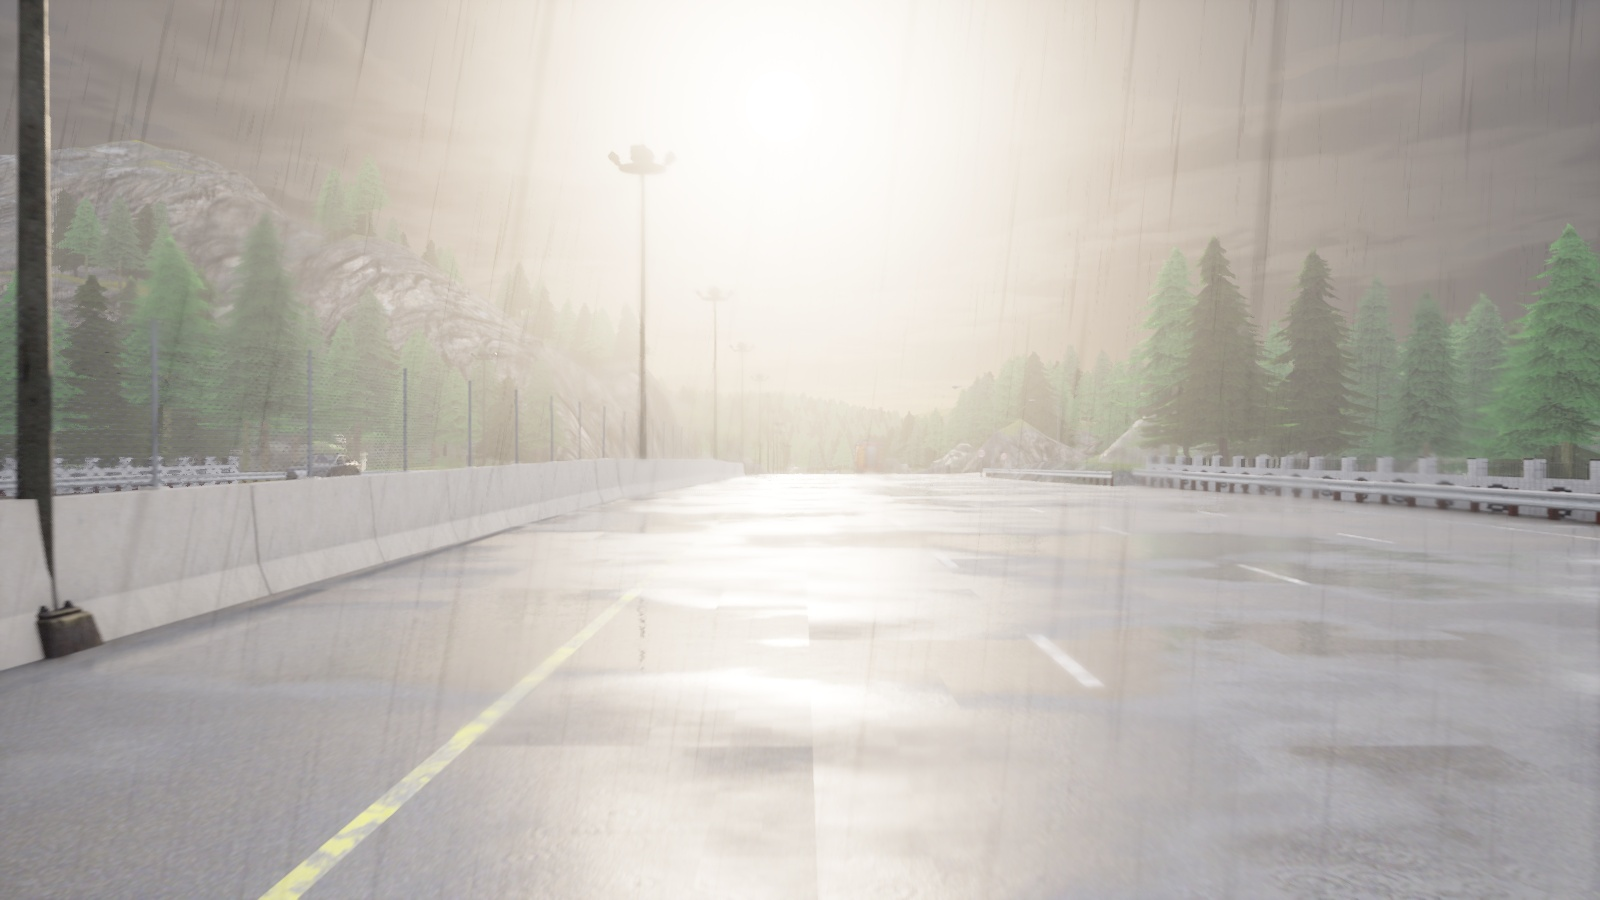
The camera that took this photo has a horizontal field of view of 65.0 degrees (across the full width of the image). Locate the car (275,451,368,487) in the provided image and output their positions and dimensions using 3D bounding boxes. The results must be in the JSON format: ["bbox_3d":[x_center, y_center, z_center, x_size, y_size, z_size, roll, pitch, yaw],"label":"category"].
[{"bbox_3d":[-20.676,0.824,54.477,2.128,1.511,4.902,0,-1,0],"label":"car"}]
